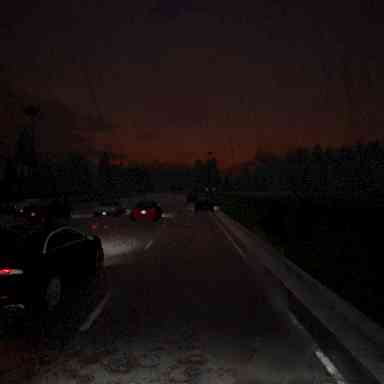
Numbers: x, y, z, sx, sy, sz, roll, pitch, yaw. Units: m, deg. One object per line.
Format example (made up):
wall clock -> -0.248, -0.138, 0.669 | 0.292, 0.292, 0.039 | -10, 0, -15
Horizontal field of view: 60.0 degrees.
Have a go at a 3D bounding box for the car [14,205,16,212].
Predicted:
car -> -13.906, 1.313, 29.437 | 1.812, 1.442, 4.674 | 0, 0, 0

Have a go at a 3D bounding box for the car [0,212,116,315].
car -> -3.398, 1.437, 7.397 | 2.128, 1.511, 4.902 | 0, 0, 0

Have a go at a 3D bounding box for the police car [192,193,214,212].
police car -> 1.232, 1.176, 34.318 | 1.930, 1.638, 5.238 | 0, 0, 0

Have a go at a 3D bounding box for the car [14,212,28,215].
car -> -6.897, 1.493, 9.713 | 1.994, 1.385, 4.181 | 0, 0, 0

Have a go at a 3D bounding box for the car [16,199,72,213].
car -> -10.394, 1.302, 24.225 | 1.882, 1.535, 5.008 | 0, 0, 0

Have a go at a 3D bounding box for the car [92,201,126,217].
car -> -6.894, 1.396, 28.349 | 1.895, 1.301, 4.718 | 0, 0, 0

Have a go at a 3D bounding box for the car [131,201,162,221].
car -> -3.393, 1.380, 25.324 | 1.994, 1.385, 4.181 | 0, 0, 0

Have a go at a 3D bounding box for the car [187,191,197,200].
car -> 0.015, 0.691, 69.607 | 2.097, 1.767, 4.553 | 0, 0, 0

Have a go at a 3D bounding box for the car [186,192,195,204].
car -> 0.012, 1.109, 54.640 | 1.837, 1.490, 4.892 | 0, 0, 0
